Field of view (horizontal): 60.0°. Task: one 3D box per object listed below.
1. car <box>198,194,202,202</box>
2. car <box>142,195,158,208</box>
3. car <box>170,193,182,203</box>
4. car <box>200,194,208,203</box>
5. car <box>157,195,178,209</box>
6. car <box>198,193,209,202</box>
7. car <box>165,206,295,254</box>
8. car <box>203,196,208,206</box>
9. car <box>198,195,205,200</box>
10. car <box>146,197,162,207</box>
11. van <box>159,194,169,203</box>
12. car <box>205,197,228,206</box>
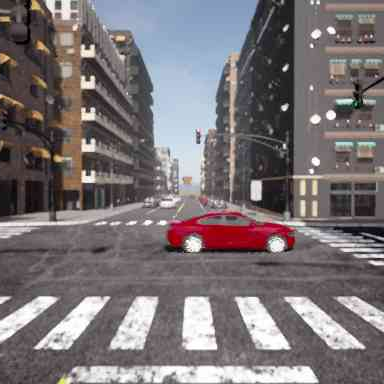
[{"bbox_3d":[2.602,1.490,68.438,1.887,1.381,4.507,-1,0,0],"label":"car"},{"bbox_3d":[-5.891,1.496,45.998,2.008,1.369,4.403,-1,0,0],"label":"car"},{"bbox_3d":[-3.074,1.472,64.934,1.812,1.442,4.674,0,0,0],"label":"car"},{"bbox_3d":[2.639,1.489,51.443,1.887,1.381,4.507,-1,0,0],"label":"car"},{"bbox_3d":[-3.139,1.472,43.591,1.812,1.442,4.674,0,0,0],"label":"car"},{"bbox_3d":[2.591,1.262,74.070,2.192,1.841,5.009,-1,0,0],"label":"car"},{"bbox_3d":[1.476,1.486,13.076,5.008,1.535,1.882,0,1,0],"label":"car"},{"bbox_3d":[2.754,1.499,40.179,2.008,1.369,4.403,-1,0,0],"label":"car"},{"bbox_3d":[2.578,1.539,90.964,1.802,1.307,4.206,-1,0,0],"label":"car"},{"bbox_3d":[-5.897,1.511,51.630,1.947,1.339,4.313,-1,0,0],"label":"car"},{"bbox_3d":[-5.749,1.287,68.528,1.690,1.788,3.998,-1,0,0],"label":"van"},{"bbox_3d":[2.769,1.503,34.648,2.008,1.369,4.403,-1,0,0],"label":"car"}]
